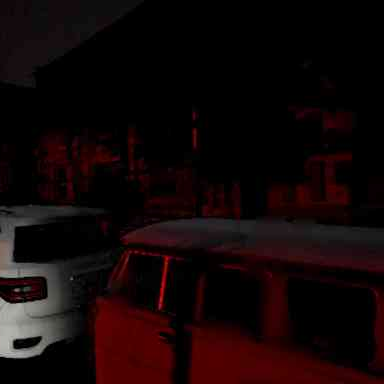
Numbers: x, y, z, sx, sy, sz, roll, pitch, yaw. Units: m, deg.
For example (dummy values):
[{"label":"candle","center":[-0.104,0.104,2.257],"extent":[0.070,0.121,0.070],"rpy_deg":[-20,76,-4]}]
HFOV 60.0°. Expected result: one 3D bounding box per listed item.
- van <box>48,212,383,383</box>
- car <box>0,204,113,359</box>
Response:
[{"label":"van","center":[1.031,1.255,2.582],"extent":[4.442,1.987,1.878],"rpy_deg":[0,0,36]},{"label":"car","center":[-3.413,1.235,5.751],"extent":[5.566,2.045,2.435],"rpy_deg":[0,0,35]}]
